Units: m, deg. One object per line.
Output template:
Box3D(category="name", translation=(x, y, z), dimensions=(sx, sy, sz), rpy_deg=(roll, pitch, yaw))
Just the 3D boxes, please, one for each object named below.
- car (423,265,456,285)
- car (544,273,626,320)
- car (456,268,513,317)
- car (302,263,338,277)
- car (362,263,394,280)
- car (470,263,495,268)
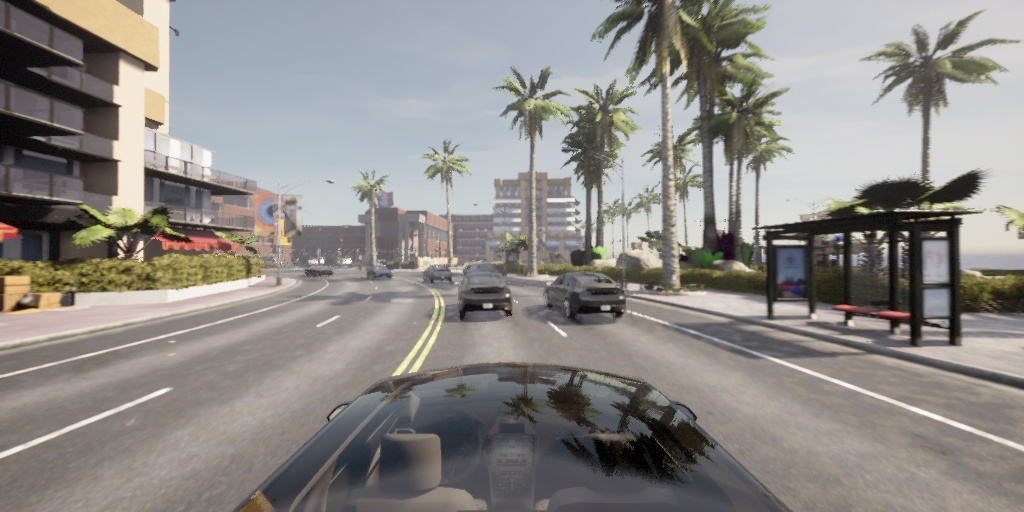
Box3D(category="car", translation=(-6.668, 1.572, 31.773), dimensions=(2.128, 1.511, 4.902), rpy_deg=(0, -1, -24))
Box3D(category="car", translation=(2.490, 1.350, 13.261), dimensions=(1.837, 1.490, 4.892), rpy_deg=(0, -1, -8))
Box3D(category="car", translation=(-1.144, 1.379, 13.904), dimensions=(1.837, 1.490, 4.892), rpy_deg=(0, -1, -9))
Box3D(category="car", translation=(-23.767, 1.909, 44.262), dimensions=(4.718, 1.301, 1.895), rpy_deg=(-1, -1, 42))
Box3D(category="car", translation=(-14.132, 1.736, 38.088), dimensions=(2.033, 1.411, 5.357), rpy_deg=(0, -1, -32))
Box3D(category="car", translation=(-2.757, 1.405, 31.468), dimensions=(2.097, 1.767, 4.553), rpy_deg=(0, -1, -23))
